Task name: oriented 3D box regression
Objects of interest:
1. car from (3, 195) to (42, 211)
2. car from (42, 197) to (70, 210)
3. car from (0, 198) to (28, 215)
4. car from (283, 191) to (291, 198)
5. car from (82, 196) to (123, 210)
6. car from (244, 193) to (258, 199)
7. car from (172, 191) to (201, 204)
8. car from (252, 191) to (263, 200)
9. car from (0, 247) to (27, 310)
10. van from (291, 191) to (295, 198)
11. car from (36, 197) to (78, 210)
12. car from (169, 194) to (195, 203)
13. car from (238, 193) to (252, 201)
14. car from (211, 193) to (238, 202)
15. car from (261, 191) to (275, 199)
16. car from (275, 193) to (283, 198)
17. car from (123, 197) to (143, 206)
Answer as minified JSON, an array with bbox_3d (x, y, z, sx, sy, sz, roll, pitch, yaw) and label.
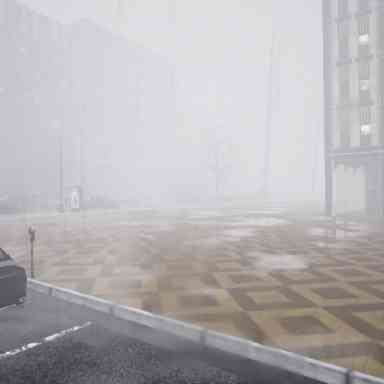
[{"bbox_3d":[-20.302,1.228,37.746,2.192,1.841,5.009,-1,0,36],"label":"car"},{"bbox_3d":[-15.275,1.362,40.308,1.812,1.442,4.674,-1,0,36],"label":"car"},{"bbox_3d":[-16.755,1.413,28.353,1.802,1.307,4.206,-1,0,36],"label":"car"},{"bbox_3d":[22.148,0.931,82.076,1.802,1.307,4.206,-1,0,36],"label":"car"},{"bbox_3d":[-10.273,1.186,37.307,1.967,1.590,4.097,-1,0,36],"label":"car"},{"bbox_3d":[15.362,1.039,86.992,1.947,1.339,4.313,-1,0,36],"label":"car"},{"bbox_3d":[-0.547,1.062,50.738,1.967,1.590,4.097,-1,0,36],"label":"car"},{"bbox_3d":[12.422,1.046,68.645,1.802,1.307,4.206,-1,0,36],"label":"car"},{"bbox_3d":[-4.994,1.553,6.609,4.403,1.369,2.008,0,-1,36],"label":"car"},{"bbox_3d":[25.388,0.654,86.553,1.690,1.788,3.998,-1,0,36],"label":"van"},{"bbox_3d":[-17.058,1.415,42.224,1.887,1.381,4.507,-1,0,36],"label":"car"},{"bbox_3d":[-1.682,1.141,58.920,1.882,1.535,5.008,-1,-1,36],"label":"car"},{"bbox_3d":[9.180,1.047,64.169,1.887,1.381,4.507,-1,0,36],"label":"car"},{"bbox_3d":[5.938,1.093,59.692,2.008,1.369,4.403,-1,0,36],"label":"car"},{"bbox_3d":[15.661,0.740,73.122,2.192,1.841,5.009,-1,0,36],"label":"car"},{"bbox_3d":[18.906,0.937,77.599,2.008,1.369,4.403,-1,0,36],"label":"car"},{"bbox_3d":[-9.457,1.361,48.301,1.895,1.301,4.718,-1,0,36],"label":"car"}]
